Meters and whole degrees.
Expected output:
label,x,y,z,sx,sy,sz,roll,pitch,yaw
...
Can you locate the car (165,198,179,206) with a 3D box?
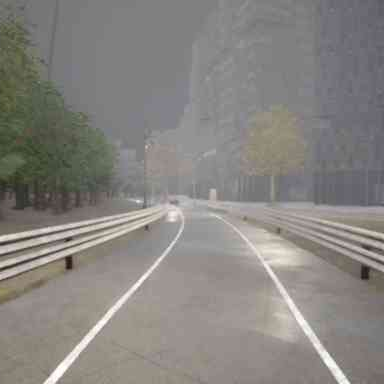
label,x,y,z,sx,sy,sz,roll,pitch,yaw
car,-3.862,1.854,64.080,1.882,1.535,5.008,0,0,-15
